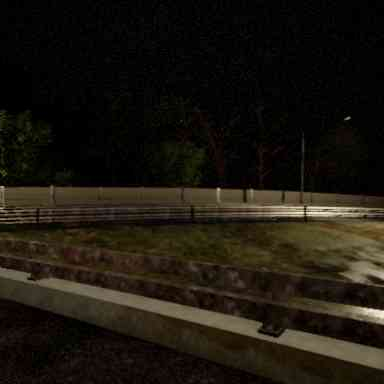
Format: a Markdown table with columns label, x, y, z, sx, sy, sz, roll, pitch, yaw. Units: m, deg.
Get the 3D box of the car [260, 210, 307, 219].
| label | x | y | z | sx | sy | sz | roll | pitch | yaw |
| --- | --- | --- | --- | --- | --- | --- | --- | --- | --- |
| car | 9.357 | 2.038 | 34.201 | 4.718 | 1.301 | 1.895 | 2 | -1 | -21 |
